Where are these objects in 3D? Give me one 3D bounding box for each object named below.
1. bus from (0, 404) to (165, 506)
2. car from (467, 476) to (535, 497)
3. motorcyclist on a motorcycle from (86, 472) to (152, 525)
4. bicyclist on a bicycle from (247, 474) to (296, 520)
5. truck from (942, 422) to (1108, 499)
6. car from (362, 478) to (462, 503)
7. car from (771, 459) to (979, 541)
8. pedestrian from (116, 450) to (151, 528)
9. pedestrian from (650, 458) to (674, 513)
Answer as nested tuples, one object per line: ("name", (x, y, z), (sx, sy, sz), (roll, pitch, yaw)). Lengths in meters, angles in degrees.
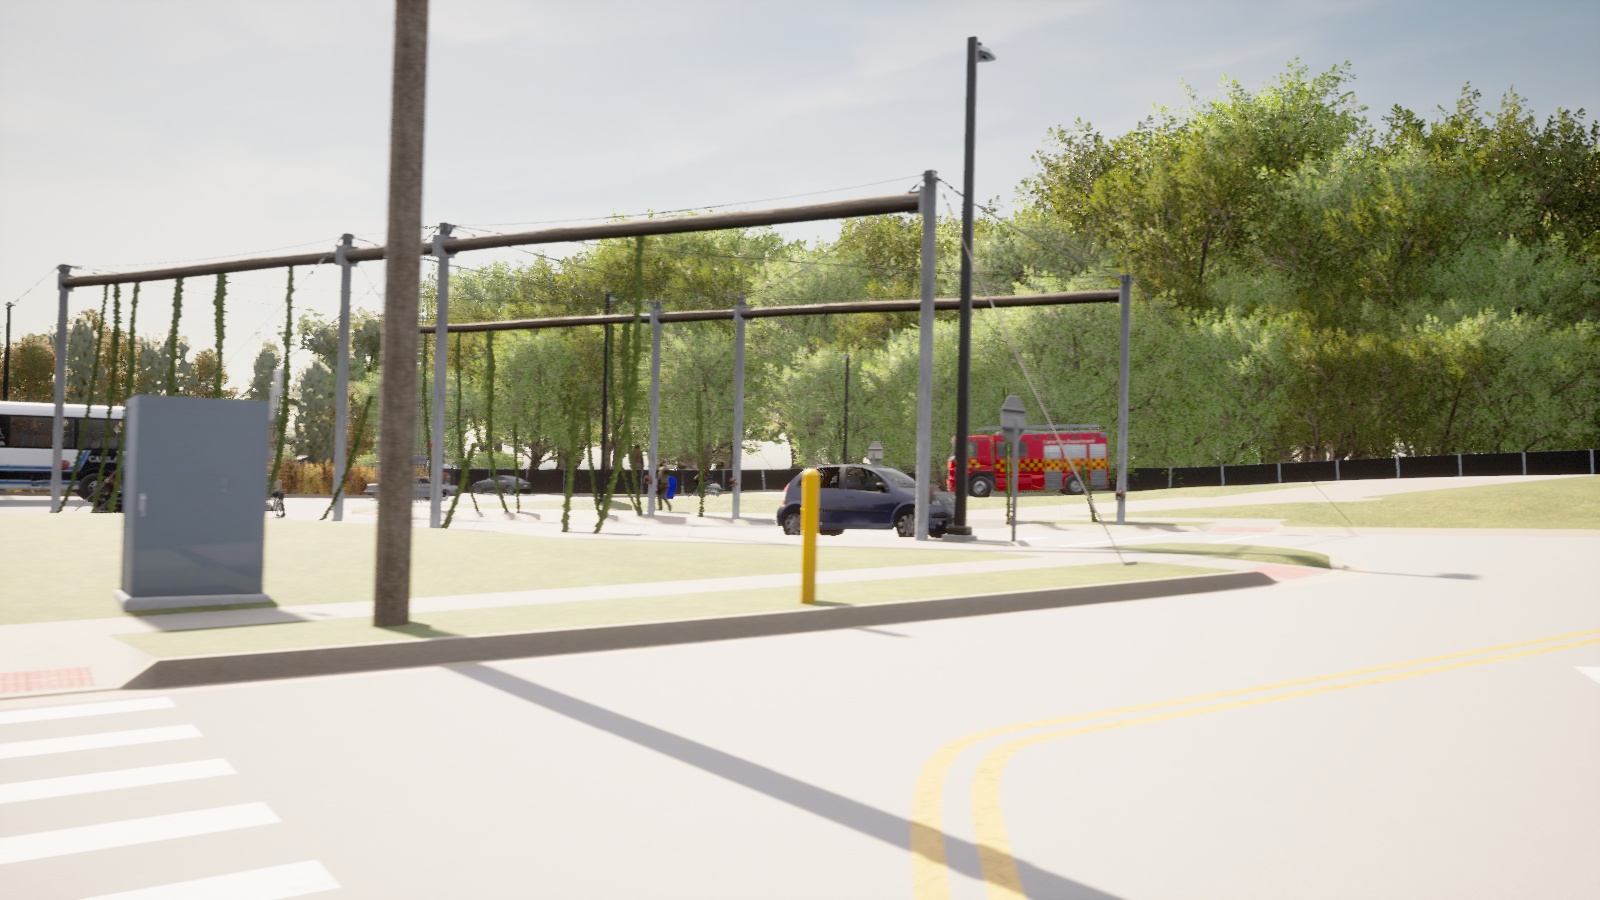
("bus", (-33.447, 0.213, 54.180), (10.273, 4.253, 3.944), (2, -1, -35))
("car", (-20.594, 2.501, 86.500), (4.181, 1.385, 1.994), (0, -1, 25))
("motorcyclist on a motorcycle", (-21.776, 1.531, 40.137), (2.350, 1.649, 0.766), (-1, -2, 32))
("bicyclist on a bicycle", (-18.666, 1.656, 44.376), (1.509, 1.612, 0.866), (-1, -2, 33))
("truck", (12.012, 0.595, 67.764), (8.468, 3.827, 2.891), (-2, -1, 4))
("car", (-20.490, 2.139, 66.510), (1.895, 1.301, 4.718), (-1, -2, 44))
("car", (1.580, 1.054, 26.643), (3.988, 1.617, 1.851), (-1, -2, 30))
("pedestrian", (-16.222, 0.946, 30.556), (0.720, 1.854, 0.376), (1, -1, 31))
("pedestrian", (-4.836, 1.243, 44.081), (0.692, 1.930, 0.396), (1, -1, 33))
